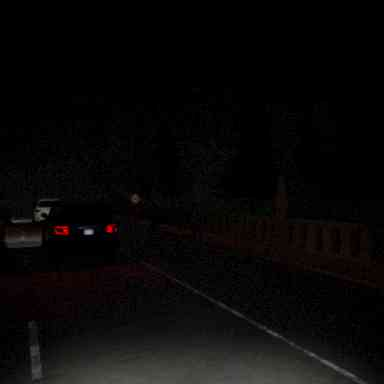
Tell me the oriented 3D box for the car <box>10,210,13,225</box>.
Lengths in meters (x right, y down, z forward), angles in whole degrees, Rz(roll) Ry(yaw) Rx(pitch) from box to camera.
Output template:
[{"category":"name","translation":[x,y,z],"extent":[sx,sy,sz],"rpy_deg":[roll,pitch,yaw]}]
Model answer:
[{"category":"car","translation":[-15.002,1.812,25.728],"extent":[1.812,1.442,4.674],"rpy_deg":[0,-1,-27]}]

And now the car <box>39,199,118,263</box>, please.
[{"category":"car","translation":[-4.498,1.372,12.914],"extent":[2.150,2.045,5.566],"rpy_deg":[0,0,-27]}]

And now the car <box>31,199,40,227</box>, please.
[{"category":"car","translation":[-11.284,1.519,26.117],"extent":[2.150,2.045,5.566],"rpy_deg":[0,0,-27]}]

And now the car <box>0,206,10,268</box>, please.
[{"category":"car","translation":[-7.575,1.350,11.245],"extent":[2.150,2.045,5.566],"rpy_deg":[0,0,-27]}]
